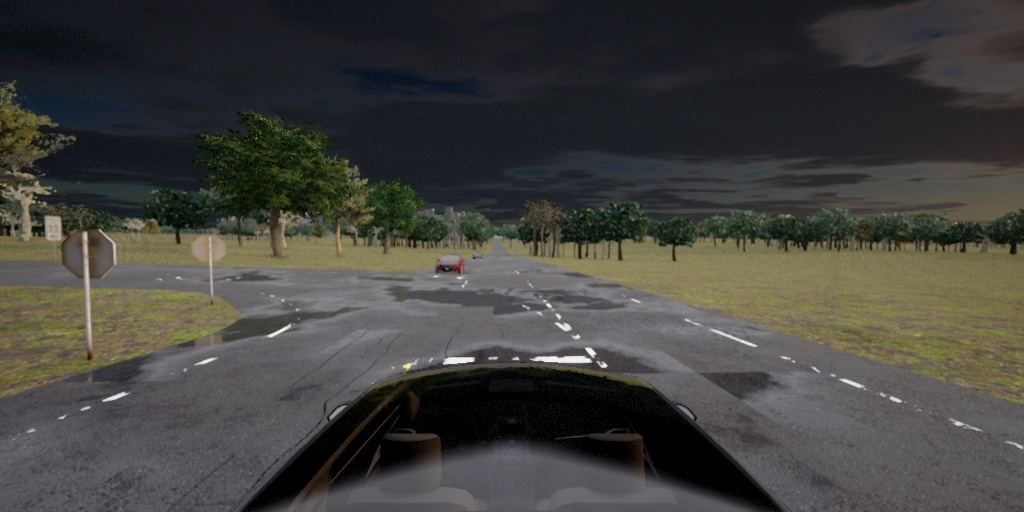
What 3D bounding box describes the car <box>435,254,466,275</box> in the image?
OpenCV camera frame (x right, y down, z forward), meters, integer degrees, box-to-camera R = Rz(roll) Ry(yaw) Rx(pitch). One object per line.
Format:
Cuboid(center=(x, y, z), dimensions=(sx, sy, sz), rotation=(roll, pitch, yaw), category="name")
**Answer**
Cuboid(center=(-4.656, 0.604, 27.566), dimensions=(1.882, 1.535, 5.008), rotation=(1, 0, -3), category="car")
